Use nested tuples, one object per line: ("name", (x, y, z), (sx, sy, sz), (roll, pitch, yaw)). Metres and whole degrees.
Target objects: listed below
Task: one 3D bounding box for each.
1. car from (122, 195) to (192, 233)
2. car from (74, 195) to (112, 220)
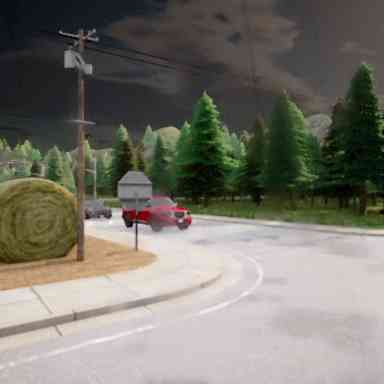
("car", (-2.339, 1.246, 20.545), (2.150, 2.045, 5.566), (0, 0, -38))
("car", (-8.599, 1.377, 28.448), (2.097, 1.767, 4.553), (0, 0, -38))
